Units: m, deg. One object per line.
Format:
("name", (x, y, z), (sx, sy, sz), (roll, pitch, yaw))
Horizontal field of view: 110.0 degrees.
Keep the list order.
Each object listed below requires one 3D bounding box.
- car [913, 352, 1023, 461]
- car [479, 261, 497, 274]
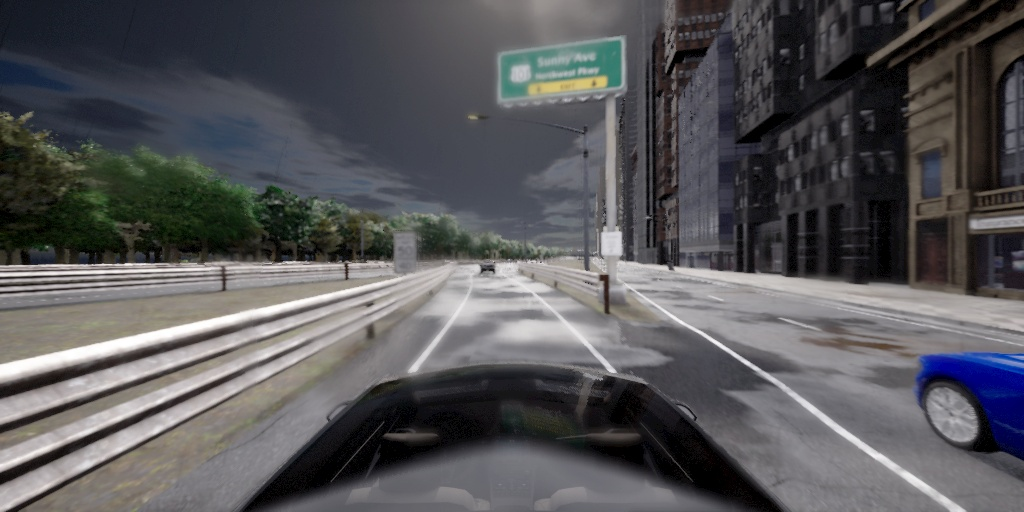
("car", (5.375, 1.308, 2.159), (1.882, 1.535, 5.008), (0, 0, 12))
("car", (-2.976, 1.395, 44.394), (1.837, 1.490, 4.892), (0, 0, -3))
